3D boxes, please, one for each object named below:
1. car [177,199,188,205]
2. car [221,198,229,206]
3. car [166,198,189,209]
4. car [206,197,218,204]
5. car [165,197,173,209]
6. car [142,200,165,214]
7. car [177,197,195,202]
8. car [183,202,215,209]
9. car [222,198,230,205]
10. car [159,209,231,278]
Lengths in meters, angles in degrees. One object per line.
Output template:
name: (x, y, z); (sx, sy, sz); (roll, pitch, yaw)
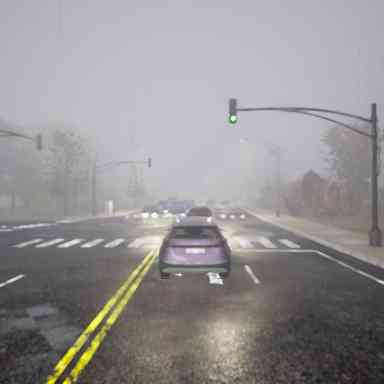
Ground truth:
car: (-2.178, 2.229, 76.277); (1.994, 1.385, 4.181); (0, 0, 6)
car: (7.283, 2.345, 73.098); (1.895, 1.301, 4.718); (0, 0, 6)
car: (-1.824, 1.963, 43.967); (1.882, 1.535, 5.008); (0, -1, 4)
car: (4.089, 2.313, 73.804); (1.994, 1.385, 4.181); (0, 0, 6)
car: (-4.493, 2.047, 52.155); (1.882, 1.535, 5.008); (0, -1, 4)
car: (-5.112, 2.044, 43.282); (1.994, 1.385, 4.181); (0, -1, 5)
car: (-1.133, 2.058, 53.431); (1.882, 1.535, 5.008); (0, -1, 5)
car: (0.595, 1.762, 24.066); (1.882, 1.535, 5.008); (0, -1, 2)
car: (8.455, 2.326, 83.324); (1.837, 1.490, 4.892); (0, 0, 7)
car: (0.069, 1.559, 10.570); (2.033, 1.649, 4.856); (0, 0, 0)
